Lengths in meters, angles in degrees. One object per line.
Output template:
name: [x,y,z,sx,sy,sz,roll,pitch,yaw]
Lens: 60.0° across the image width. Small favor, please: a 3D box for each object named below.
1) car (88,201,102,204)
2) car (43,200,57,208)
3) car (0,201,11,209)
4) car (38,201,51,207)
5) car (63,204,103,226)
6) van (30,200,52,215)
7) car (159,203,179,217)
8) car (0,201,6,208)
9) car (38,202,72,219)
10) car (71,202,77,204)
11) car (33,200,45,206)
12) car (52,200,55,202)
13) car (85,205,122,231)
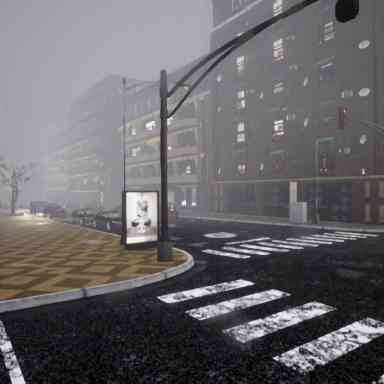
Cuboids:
car: [-14.977,2.119,50.672,1.967,1.590,4.097,-2,0,-36]
car: [-31.299,2.528,73.233,1.967,1.590,4.097,-2,0,-36]
car: [-38.087,2.704,68.323,2.008,1.369,4.403,-2,0,-36]
car: [-34.559,2.736,77.745,1.947,1.339,4.313,-2,0,-36]
car: [-8.818,1.969,27.632,2.008,1.369,4.403,-2,0,-36]
van: [-19.811,2.035,42.997,1.690,1.788,3.998,-2,0,-36]
car: [-3.132,1.824,34.506,1.967,1.590,4.097,-2,0,-36]
car: [-44.614,2.863,77.348,1.887,1.381,4.507,-2,0,-36]
car: [-14.893,2.115,36.109,1.887,1.381,4.507,-2,0,-36]
car: [-21.505,2.424,59.695,1.802,1.307,4.206,-2,0,-36]
car: [-37.824,2.798,82.258,1.887,1.381,4.507,-2,0,-36]
car: [-25.350,2.470,60.605,1.994,1.385,4.181,-1,-1,-36]
car: [-5.554,1.888,23.119,2.008,1.369,4.403,-2,0,-36]
